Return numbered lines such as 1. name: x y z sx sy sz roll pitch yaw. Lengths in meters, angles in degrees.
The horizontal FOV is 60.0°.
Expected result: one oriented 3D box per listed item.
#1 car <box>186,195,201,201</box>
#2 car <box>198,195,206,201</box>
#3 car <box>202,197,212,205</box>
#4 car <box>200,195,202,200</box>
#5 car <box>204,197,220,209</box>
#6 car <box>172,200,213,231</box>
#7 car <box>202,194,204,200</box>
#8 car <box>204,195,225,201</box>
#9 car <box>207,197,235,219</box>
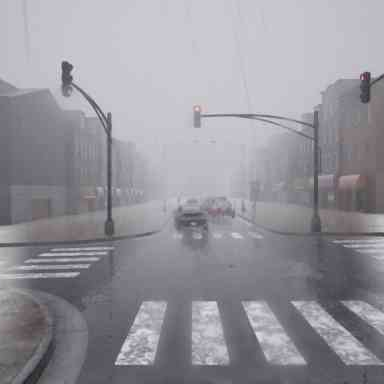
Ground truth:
1. car: 0.106 1.601 54.773 1.837 1.490 4.892 0 0 0
2. car: 2.812 1.702 94.540 1.967 1.590 4.097 -1 0 0
3. car: 2.751 1.648 62.295 1.752 1.417 4.829 -1 0 0
4. car: 2.728 1.525 51.320 1.967 1.590 4.097 -1 0 0
5. car: 2.718 1.509 45.918 1.967 1.590 4.097 -1 0 0
6. car: -0.096 1.521 20.814 1.837 1.490 4.892 -3 0 -5
7. car: 2.706 1.370 40.516 2.192 1.841 5.009 -1 0 0
8. car: 2.696 1.356 35.113 2.192 1.841 5.009 -1 0 0
9. car: 2.687 1.470 29.711 1.967 1.590 4.097 -1 0 0
